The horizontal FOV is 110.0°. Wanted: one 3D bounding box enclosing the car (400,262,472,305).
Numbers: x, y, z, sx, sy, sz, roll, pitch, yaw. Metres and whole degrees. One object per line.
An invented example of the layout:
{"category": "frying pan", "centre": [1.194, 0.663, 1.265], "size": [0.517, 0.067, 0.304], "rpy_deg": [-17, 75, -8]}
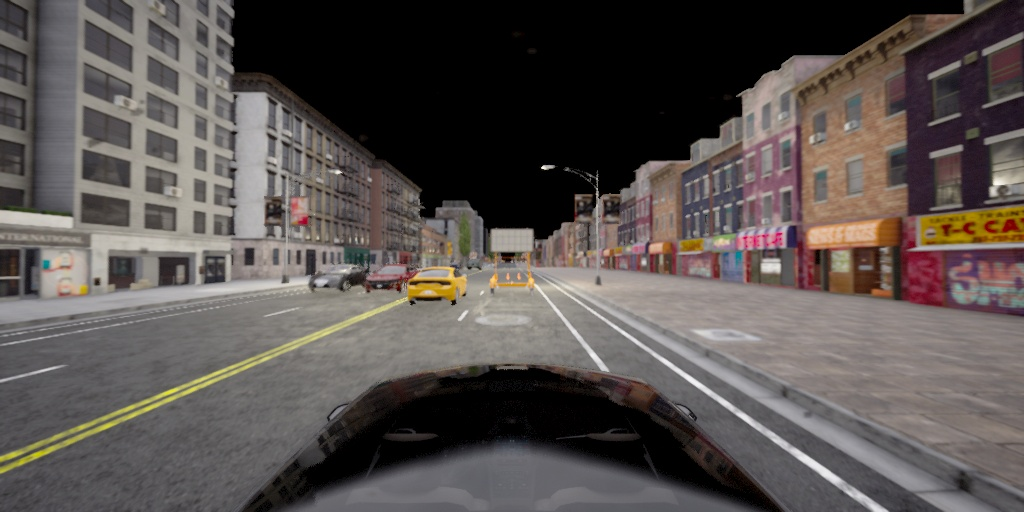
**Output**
{"category": "car", "centre": [-3.148, 1.213, 15.946], "size": [1.882, 1.535, 5.008], "rpy_deg": [0, 0, 0]}

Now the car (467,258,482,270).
{"category": "car", "centre": [-6.505, 1.442, 62.246], "size": [2.150, 2.045, 5.566], "rpy_deg": [0, -1, 1]}

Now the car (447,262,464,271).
{"category": "car", "centre": [-9.750, 1.765, 62.360], "size": [2.033, 1.411, 5.357], "rpy_deg": [0, -1, 1]}

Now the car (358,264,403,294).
{"category": "car", "centre": [-6.593, 1.223, 20.324], "size": [1.882, 1.535, 5.008], "rpy_deg": [0, 0, 0]}

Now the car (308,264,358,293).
{"category": "car", "centre": [-9.841, 1.239, 20.881], "size": [2.128, 1.511, 4.902], "rpy_deg": [0, 0, 0]}

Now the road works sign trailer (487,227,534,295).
{"category": "road works sign trailer", "centre": [0.005, 0.208, 19.497], "size": [2.380, 3.560, 2.880], "rpy_deg": [0, 0, 0]}
